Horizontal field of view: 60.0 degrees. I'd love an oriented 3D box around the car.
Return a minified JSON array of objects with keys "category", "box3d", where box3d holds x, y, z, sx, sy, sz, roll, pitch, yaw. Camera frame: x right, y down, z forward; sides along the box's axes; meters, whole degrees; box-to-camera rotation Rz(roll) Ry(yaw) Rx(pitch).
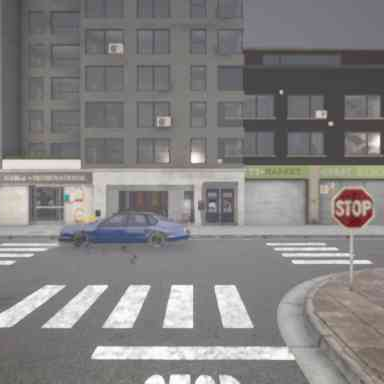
[{"category":"car","box3d":[-2.718,1.530,14.019,5.357,1.411,2.033,0,0,0]}]
